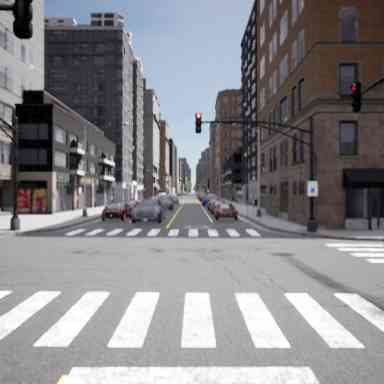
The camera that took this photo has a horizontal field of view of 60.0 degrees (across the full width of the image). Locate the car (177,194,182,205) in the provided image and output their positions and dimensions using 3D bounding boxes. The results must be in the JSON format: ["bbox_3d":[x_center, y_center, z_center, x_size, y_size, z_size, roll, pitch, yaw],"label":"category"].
[{"bbox_3d":[-3.146,1.405,54.332,1.994,1.385,4.181,0,0,0],"label":"car"}]

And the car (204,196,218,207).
[{"bbox_3d":[2.612,1.469,37.768,1.802,1.307,4.206,1,0,0],"label":"car"}]

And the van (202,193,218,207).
[{"bbox_3d":[2.605,1.212,43.441,1.690,1.788,3.998,1,0,0],"label":"van"}]

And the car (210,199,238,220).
[{"bbox_3d":[2.632,1.502,26.422,1.802,1.307,4.206,1,0,0],"label":"car"}]

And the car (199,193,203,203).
[{"bbox_3d":[2.596,1.170,49.114,2.192,1.841,5.009,1,0,0],"label":"car"}]

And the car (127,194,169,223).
[{"bbox_3d":[-3.138,1.278,24.512,2.097,1.767,4.553,0,0,0],"label":"car"}]

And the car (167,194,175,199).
[{"bbox_3d":[-6.009,1.278,94.490,1.887,1.381,4.507,1,0,0],"label":"car"}]

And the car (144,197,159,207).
[{"bbox_3d":[-5.933,1.437,49.108,1.802,1.307,4.206,1,0,0],"label":"car"}]

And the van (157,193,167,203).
[{"bbox_3d":[-5.959,1.150,66.126,1.690,1.788,3.998,1,0,0],"label":"van"}]

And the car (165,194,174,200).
[{"bbox_3d":[-6.000,1.315,88.818,1.947,1.339,4.313,1,0,0],"label":"car"}]

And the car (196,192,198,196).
[{"bbox_3d":[2.545,1.304,77.652,1.752,1.417,4.829,1,0,0],"label":"car"}]

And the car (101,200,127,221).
[{"bbox_3d":[-5.894,1.464,26.416,1.887,1.381,4.507,1,0,0],"label":"car"}]

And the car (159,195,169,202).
[{"bbox_3d":[-5.971,1.376,71.799,1.802,1.307,4.206,1,0,0],"label":"car"}]

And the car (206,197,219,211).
[{"bbox_3d":[2.622,1.485,32.095,1.802,1.307,4.206,1,0,0],"label":"car"}]

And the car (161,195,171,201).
[{"bbox_3d":[-5.980,1.330,77.472,2.008,1.369,4.403,1,0,0],"label":"car"}]

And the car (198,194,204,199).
[{"bbox_3d":[2.517,1.258,94.672,1.752,1.417,4.829,1,0,0],"label":"car"}]

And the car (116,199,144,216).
[{"bbox_3d":[-5.903,1.448,32.089,1.887,1.381,4.507,1,0,0],"label":"car"}]

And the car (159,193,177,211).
[{"bbox_3d":[-3.157,1.237,38.186,2.097,1.767,4.553,0,0,0],"label":"car"}]

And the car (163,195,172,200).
[{"bbox_3d":[-5.990,1.330,83.145,1.947,1.339,4.313,1,0,0],"label":"car"}]

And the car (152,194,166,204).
[{"bbox_3d":[-5.950,1.264,60.453,1.967,1.590,4.097,1,0,0],"label":"car"}]

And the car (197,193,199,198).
[{"bbox_3d":[2.554,1.360,71.808,1.947,1.339,4.313,1,0,0],"label":"car"}]
